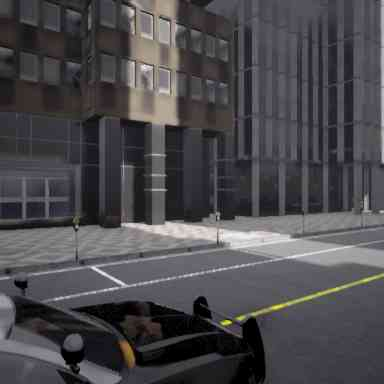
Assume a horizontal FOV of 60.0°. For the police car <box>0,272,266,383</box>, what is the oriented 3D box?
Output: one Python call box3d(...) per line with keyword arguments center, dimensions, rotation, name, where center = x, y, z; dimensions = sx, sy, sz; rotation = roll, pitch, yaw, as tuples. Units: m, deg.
box3d(center=(-1.614, 1.419, 2.282), dimensions=(5.238, 1.638, 1.930), rotation=(0, 0, -35), name="police car")
